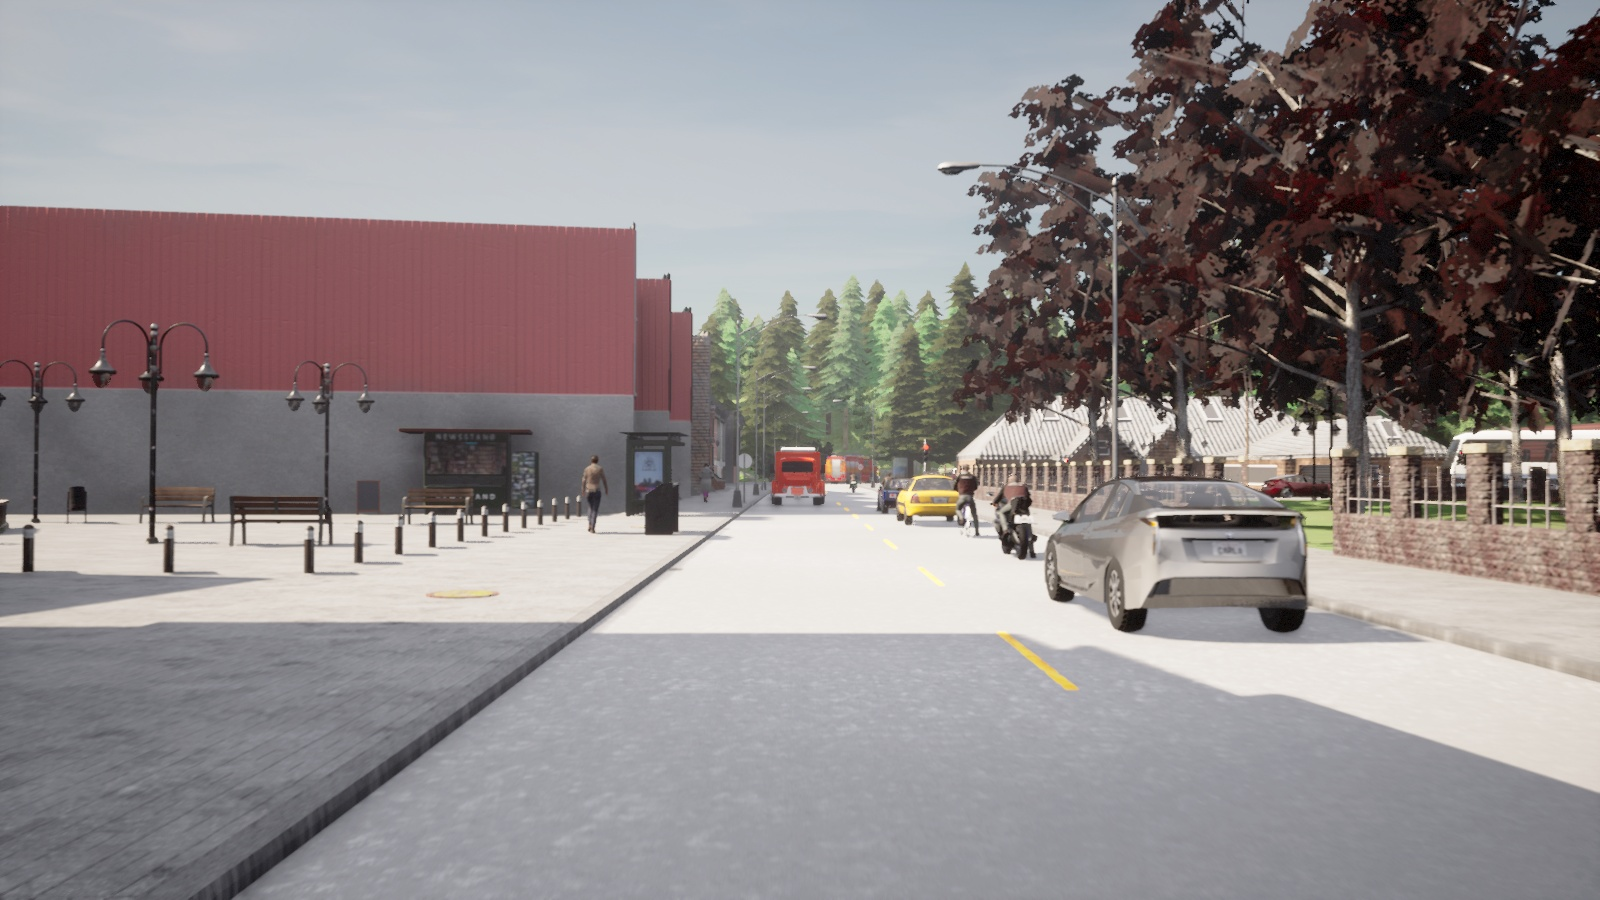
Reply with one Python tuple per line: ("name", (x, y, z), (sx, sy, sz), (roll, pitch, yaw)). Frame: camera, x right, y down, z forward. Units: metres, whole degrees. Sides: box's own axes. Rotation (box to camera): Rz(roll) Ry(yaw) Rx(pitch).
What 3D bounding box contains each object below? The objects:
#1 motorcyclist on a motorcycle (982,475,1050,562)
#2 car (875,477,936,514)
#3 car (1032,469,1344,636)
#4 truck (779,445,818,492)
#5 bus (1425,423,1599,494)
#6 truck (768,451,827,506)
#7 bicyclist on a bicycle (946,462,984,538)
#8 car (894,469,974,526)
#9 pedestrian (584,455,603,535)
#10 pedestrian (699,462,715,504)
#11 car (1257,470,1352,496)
("motorcyclist on a motorcycle", (3.954, 1.223, 23.182), (0.866, 1.530, 2.191), (0, -1, 0))
("car", (3.930, 1.693, 47.305), (1.895, 1.301, 4.718), (0, -1, 0))
("car", (3.967, 0.977, 13.757), (2.007, 1.525, 4.514), (0, -1, 0))
("truck", (-0.129, 1.466, 97.286), (2.891, 3.462, 7.936), (0, -1, 0))
("bus", (44.616, 0.560, 77.494), (10.273, 4.253, 3.944), (-1, -1, 18))
("truck", (-0.089, 1.310, 58.478), (2.627, 2.467, 5.204), (0, -1, 0))
("bicyclist on a bicycle", (3.946, 1.174, 30.089), (0.659, 1.776, 1.843), (0, -1, 0))
("car", (3.938, 1.370, 37.681), (1.801, 1.575, 5.366), (0, -1, 0))
("pedestrian", (-4.747, 1.028, 28.875), (0.328, 1.805, 0.869), (0, -1, -3))
("pedestrian", (-4.314, 1.518, 58.184), (0.659, 1.952, 0.873), (0, -1, -9))
("car", (29.874, 1.945, 74.464), (4.792, 1.488, 2.163), (0, -1, -2))
